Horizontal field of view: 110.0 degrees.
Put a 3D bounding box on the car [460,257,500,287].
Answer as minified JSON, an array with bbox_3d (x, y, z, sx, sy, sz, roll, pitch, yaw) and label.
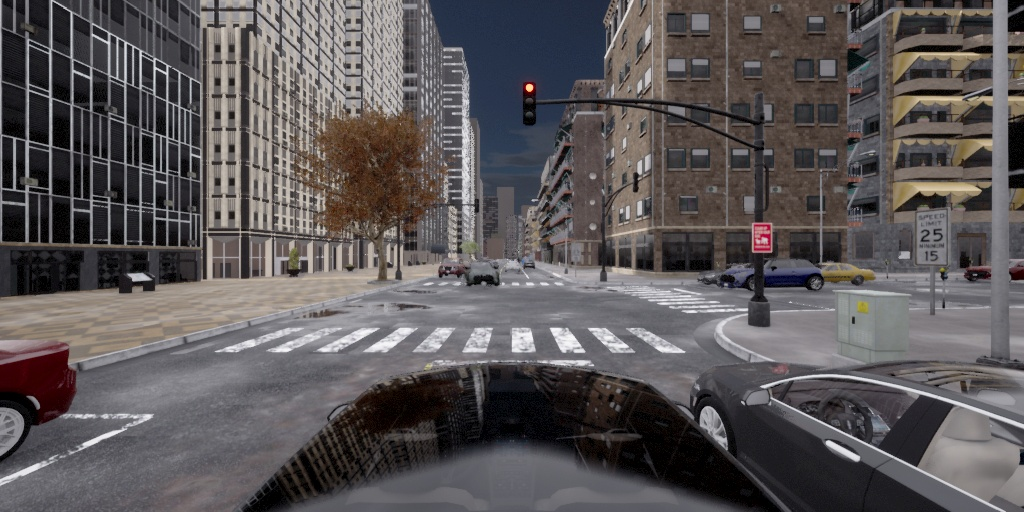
[{"bbox_3d":[-2.191,1.108,24.405,2.097,1.767,4.553,0,0,-12],"label":"car"}]

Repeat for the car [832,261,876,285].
[{"bbox_3d":[18.830,0.992,21.503,4.829,1.417,1.751,0,0,-1],"label":"car"}]

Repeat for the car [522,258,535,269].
[{"bbox_3d":[2.685,1.348,56.509,1.948,1.339,4.313,0,0,0],"label":"car"}]

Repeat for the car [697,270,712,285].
[{"bbox_3d":[13.433,1.095,21.448,4.403,1.370,2.007,0,0,-1],"label":"car"}]

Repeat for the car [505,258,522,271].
[{"bbox_3d":[0.097,1.300,48.191,1.812,1.442,4.674,0,0,0],"label":"car"}]

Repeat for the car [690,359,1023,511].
[{"bbox_3d":[2.688,1.300,2.031,2.007,1.370,4.403,0,0,0],"label":"car"}]

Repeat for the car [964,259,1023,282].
[{"bbox_3d":[30.135,0.858,21.618,4.507,1.381,1.888,0,0,-1],"label":"car"}]

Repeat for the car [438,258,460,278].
[{"bbox_3d":[-5.695,1.078,34.418,2.192,1.841,5.009,0,0,0],"label":"car"}]

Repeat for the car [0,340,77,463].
[{"bbox_3d":[-5.692,1.295,2.030,1.888,1.381,4.507,0,0,0],"label":"car"}]

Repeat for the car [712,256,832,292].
[{"bbox_3d":[13.522,0.896,18.884,4.553,1.767,2.097,-1,0,0],"label":"car"}]

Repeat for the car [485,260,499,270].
[{"bbox_3d":[-3.090,1.345,55.504,1.994,1.385,4.181,0,0,0],"label":"car"}]
